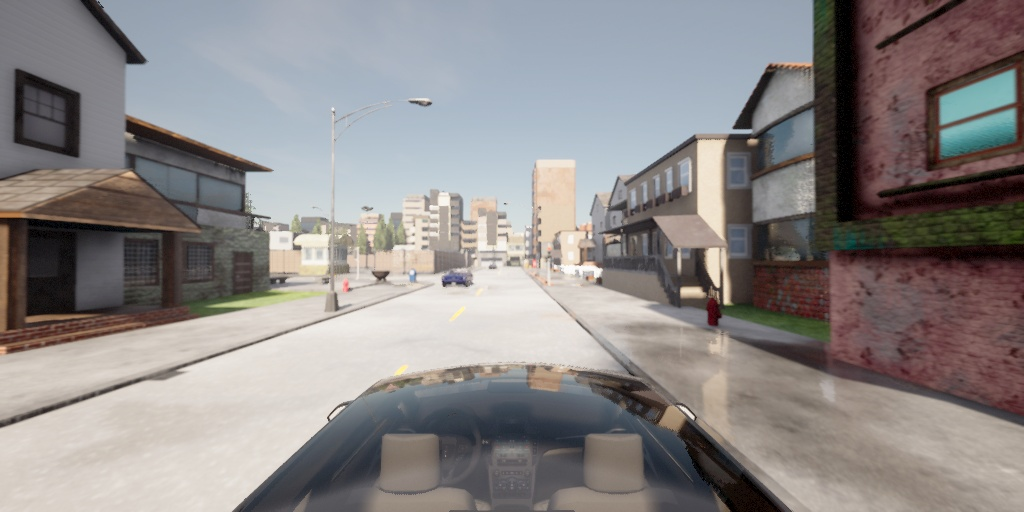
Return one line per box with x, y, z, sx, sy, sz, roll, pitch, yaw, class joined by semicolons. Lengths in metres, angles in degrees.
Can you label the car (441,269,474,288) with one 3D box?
-4.010;1.620;26.893;1.895;1.301;4.718;0;-1;0;car
